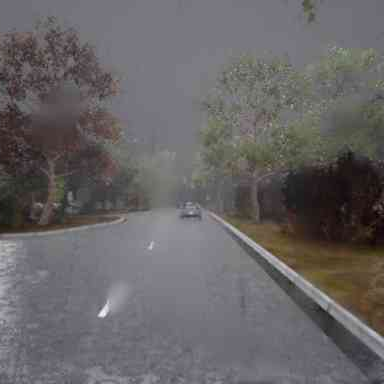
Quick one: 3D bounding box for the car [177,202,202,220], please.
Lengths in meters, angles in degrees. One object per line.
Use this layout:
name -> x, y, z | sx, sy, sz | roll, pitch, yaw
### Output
car -> -0.098, 1.867, 31.567 | 1.994, 1.385, 4.181 | 0, -1, 0

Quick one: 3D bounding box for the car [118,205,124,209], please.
car -> -16.198, 3.426, 79.896 | 4.181, 1.385, 1.994 | 0, -3, -2

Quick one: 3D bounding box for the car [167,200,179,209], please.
car -> -5.021, 2.897, 75.954 | 5.566, 2.045, 2.150 | -3, -4, 44

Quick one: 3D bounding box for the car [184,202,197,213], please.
car -> -0.224, 2.288, 50.182 | 1.837, 1.490, 4.892 | 0, -2, 0

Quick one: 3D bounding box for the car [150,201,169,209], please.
car -> -8.018, 3.193, 74.235 | 4.718, 1.301, 1.895 | -2, -3, 39

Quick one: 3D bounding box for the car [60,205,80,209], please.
car -> -29.567, 3.502, 80.250 | 4.718, 1.301, 1.895 | -1, -3, 21
